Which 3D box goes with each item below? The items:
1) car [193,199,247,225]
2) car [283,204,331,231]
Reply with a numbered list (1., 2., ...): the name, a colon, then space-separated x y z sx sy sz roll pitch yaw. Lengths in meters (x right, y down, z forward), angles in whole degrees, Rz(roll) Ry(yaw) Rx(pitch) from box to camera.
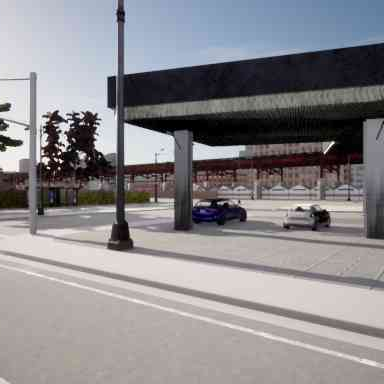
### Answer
1. car: 1.993 1.295 23.020 2.242 1.667 4.611 0 0 37
2. car: 7.074 1.456 20.232 1.970 1.475 3.806 0 0 37
